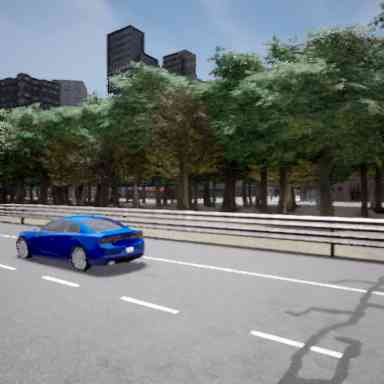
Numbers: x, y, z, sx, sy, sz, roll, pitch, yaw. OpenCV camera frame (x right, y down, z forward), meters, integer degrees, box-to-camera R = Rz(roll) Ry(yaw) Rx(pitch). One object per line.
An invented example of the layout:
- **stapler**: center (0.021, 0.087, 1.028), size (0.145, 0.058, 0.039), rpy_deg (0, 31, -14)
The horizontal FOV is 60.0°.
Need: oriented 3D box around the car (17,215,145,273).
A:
- **car**: center (-3.772, 1.499, 10.859), size (5.008, 1.535, 1.882), rpy_deg (0, 0, 36)
